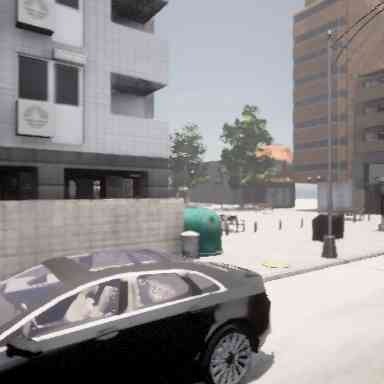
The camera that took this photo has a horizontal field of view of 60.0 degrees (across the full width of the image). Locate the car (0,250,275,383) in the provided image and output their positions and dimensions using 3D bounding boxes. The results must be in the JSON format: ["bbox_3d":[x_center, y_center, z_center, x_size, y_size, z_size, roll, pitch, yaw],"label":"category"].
[{"bbox_3d":[-1.214,1.493,3.690,4.902,1.511,2.128,0,0,-35],"label":"car"}]
